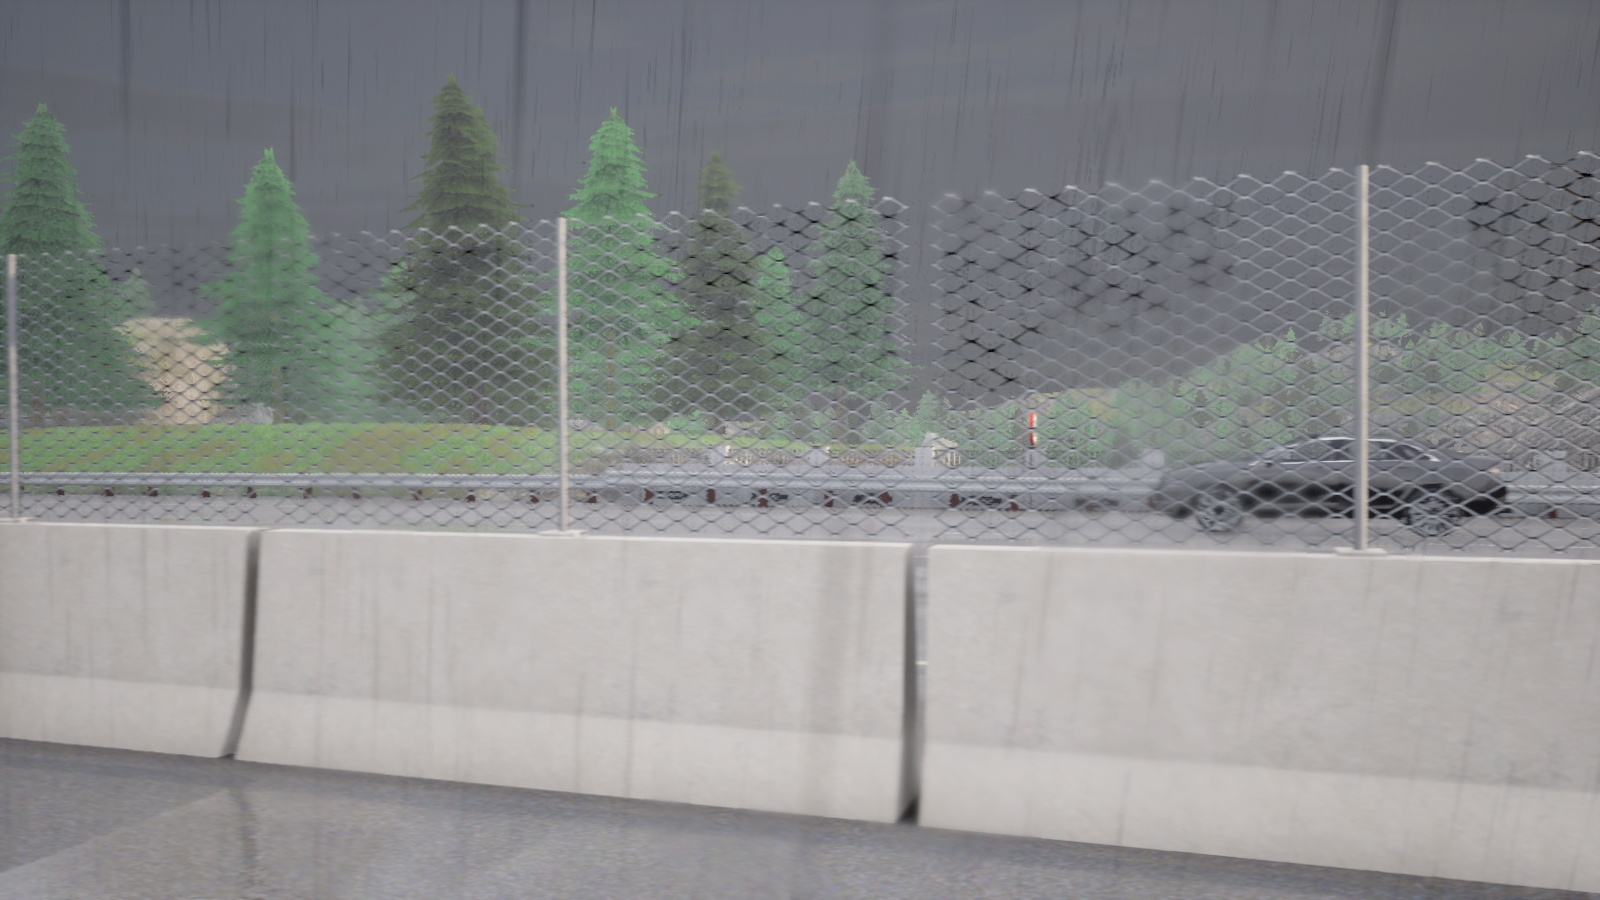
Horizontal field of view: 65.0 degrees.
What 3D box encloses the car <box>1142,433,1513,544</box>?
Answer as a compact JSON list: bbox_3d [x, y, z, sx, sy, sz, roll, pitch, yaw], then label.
[{"bbox_3d":[7.794,0.507,19.032,4.902,1.511,2.128,1,1,19],"label":"car"}]
